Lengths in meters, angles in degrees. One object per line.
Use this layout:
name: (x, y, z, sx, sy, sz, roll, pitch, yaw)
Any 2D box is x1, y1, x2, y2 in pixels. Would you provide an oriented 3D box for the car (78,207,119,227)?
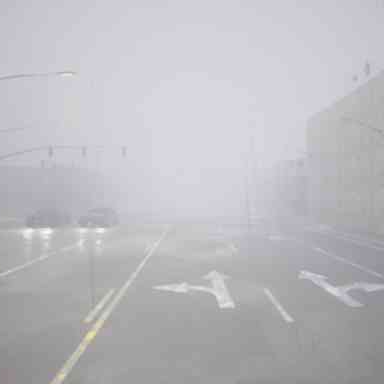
car: (-6.997, 1.824, 25.528, 2.033, 1.411, 5.357, 0, -1, 0)

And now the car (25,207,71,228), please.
car: (-10.514, 1.831, 24.585, 1.994, 1.385, 4.181, 0, -1, 0)

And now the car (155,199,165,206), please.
car: (-6.963, 2.345, 73.457, 1.994, 1.385, 4.181, 0, -1, 0)
